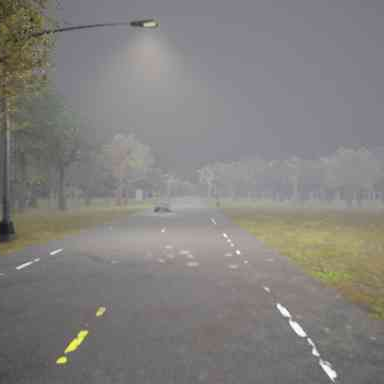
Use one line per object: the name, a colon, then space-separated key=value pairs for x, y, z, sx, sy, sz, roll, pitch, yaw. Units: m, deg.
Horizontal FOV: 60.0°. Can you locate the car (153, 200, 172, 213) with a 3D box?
car: x=-3.553 y=1.775 z=40.531 sx=1.837 sy=1.490 sz=4.892 roll=0 pitch=-1 yaw=0
